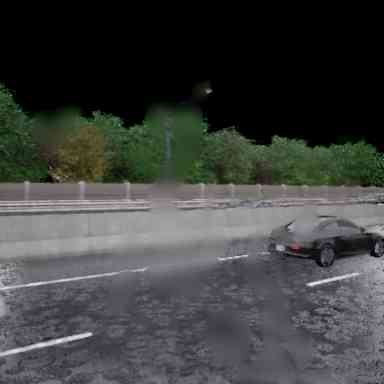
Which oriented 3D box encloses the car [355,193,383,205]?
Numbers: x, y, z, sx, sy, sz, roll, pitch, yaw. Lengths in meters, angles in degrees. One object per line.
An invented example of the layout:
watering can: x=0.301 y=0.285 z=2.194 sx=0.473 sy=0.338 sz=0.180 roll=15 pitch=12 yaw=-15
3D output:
car: x=21.315 y=1.198 z=38.555 sx=5.566 sy=2.045 sz=2.150 roll=0 pitch=0 yaw=-32

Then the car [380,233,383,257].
car: x=7.091 y=1.567 z=8.659 sx=4.181 sy=1.385 sz=1.994 roll=0 pitch=0 yaw=-33

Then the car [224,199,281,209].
car: x=5.560 y=1.438 z=28.547 sx=4.902 sy=1.511 sz=2.128 roll=0 pitch=0 yaw=-32

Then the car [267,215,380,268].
car: x=4.583 y=1.513 z=11.210 sx=4.674 sy=1.442 sz=1.812 roll=0 pitch=0 yaw=-33

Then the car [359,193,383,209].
car: x=25.419 y=1.193 z=45.258 sx=5.566 sy=2.045 sz=2.150 roll=0 pitch=0 yaw=-32

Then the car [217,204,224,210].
car: x=4.615 y=1.438 z=32.092 sx=4.892 sy=1.490 sz=1.837 roll=0 pitch=0 yaw=-32
